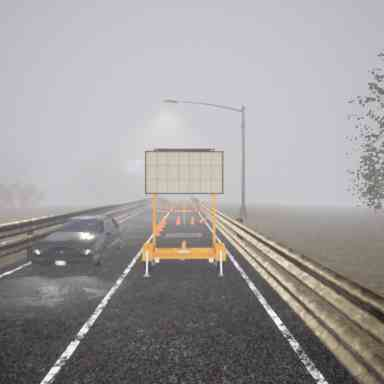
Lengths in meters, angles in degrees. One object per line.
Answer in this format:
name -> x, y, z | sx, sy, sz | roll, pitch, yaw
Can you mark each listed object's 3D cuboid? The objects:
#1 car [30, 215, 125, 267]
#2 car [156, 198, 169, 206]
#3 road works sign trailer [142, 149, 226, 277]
car -> -3.635, 1.552, 11.710 | 2.033, 1.411, 5.357 | 0, 0, -1
car -> -4.659, 1.585, 53.370 | 1.994, 1.385, 4.181 | 0, 0, -1
road works sign trailer -> -0.238, 0.468, 10.300 | 2.380, 3.560, 2.880 | 0, 0, -1
